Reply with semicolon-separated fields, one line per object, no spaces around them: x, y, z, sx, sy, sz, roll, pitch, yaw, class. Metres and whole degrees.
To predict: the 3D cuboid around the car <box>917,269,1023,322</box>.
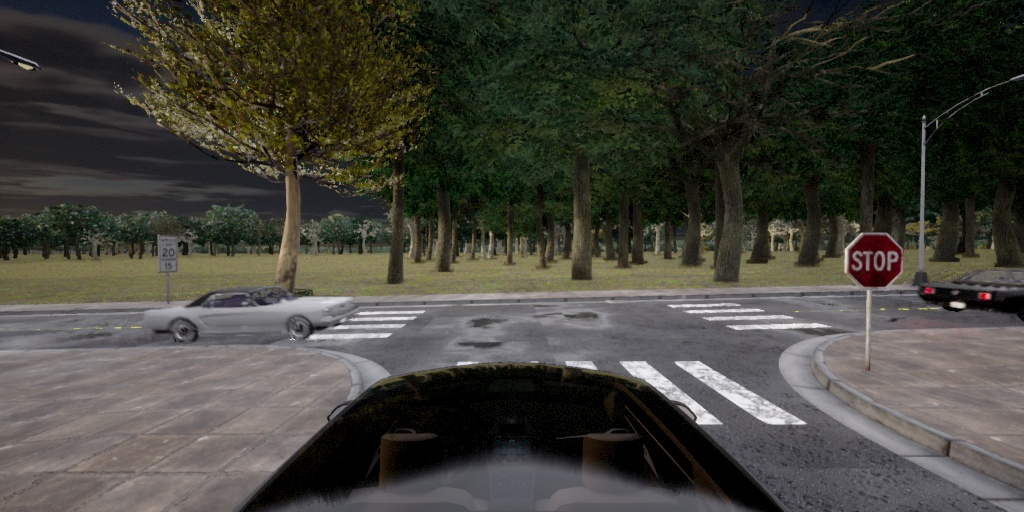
14.427;1.005;9.815;4.718;1.301;1.895;-1;1;0;car

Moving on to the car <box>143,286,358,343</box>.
-6.851;1.500;9.816;4.718;1.301;1.895;-1;1;0;car
